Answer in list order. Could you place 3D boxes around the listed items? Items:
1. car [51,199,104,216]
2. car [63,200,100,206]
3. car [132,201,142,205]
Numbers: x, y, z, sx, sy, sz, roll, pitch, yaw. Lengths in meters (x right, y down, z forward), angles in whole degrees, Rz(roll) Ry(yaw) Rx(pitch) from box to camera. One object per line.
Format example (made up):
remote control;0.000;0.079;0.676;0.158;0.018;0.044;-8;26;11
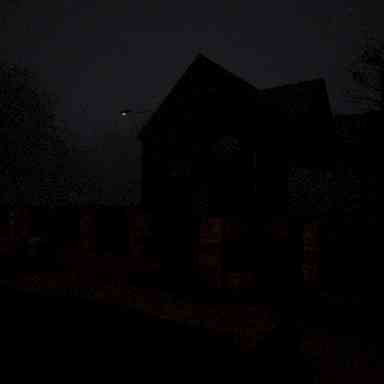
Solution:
car;-11.871;1.571;34.854;2.128;1.511;4.902;0;0;35
car;-10.632;1.633;30.984;1.994;1.385;4.181;0;0;35
car;-4.461;1.608;39.690;1.837;1.490;4.892;0;0;35
